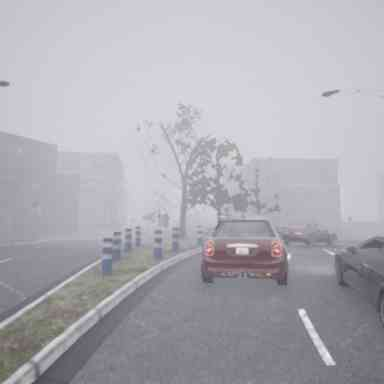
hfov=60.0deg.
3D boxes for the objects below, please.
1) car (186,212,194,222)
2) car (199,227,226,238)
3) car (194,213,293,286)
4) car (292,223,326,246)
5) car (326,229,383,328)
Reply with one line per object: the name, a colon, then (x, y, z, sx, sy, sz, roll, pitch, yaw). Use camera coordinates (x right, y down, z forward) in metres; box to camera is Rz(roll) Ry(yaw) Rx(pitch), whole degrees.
car: (-1.439, 6.667, 87.622, 2.150, 2.045, 5.566, 0, -1, 5)
car: (2.897, 5.782, 47.973, 1.837, 1.490, 4.892, 1, -6, -25)
car: (1.634, 1.450, 9.856, 2.097, 1.767, 4.553, -2, -2, 12)
car: (7.221, 2.628, 20.810, 2.033, 1.411, 5.357, -6, -9, 44)
car: (4.149, 1.522, 6.356, 1.812, 1.442, 4.674, -1, 0, 9)
